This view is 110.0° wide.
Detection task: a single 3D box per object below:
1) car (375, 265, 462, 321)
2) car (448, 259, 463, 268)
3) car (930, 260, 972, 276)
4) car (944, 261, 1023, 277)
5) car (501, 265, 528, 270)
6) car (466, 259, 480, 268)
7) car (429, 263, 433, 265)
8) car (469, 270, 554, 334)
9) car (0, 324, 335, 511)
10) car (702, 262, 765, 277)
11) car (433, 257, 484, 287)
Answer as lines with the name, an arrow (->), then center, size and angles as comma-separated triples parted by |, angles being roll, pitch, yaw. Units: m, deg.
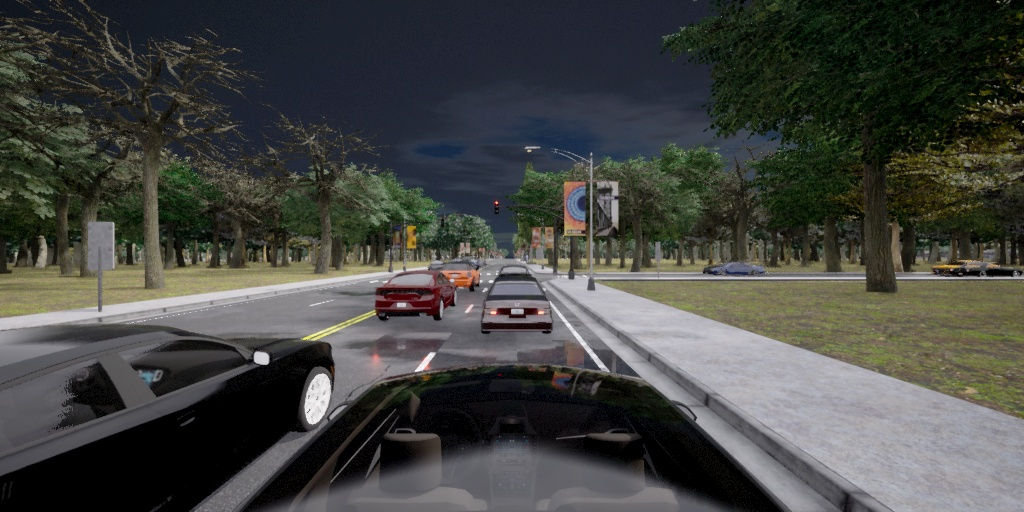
car -> -3.138, 1.230, 12.568 | 1.882, 1.535, 5.008 | 0, 0, -1
car -> -9.761, 1.274, 62.216 | 1.882, 1.535, 5.008 | 0, 0, 0
car -> 44.375, 1.197, 35.292 | 5.008, 1.535, 1.882 | 0, 0, 1
car -> 42.859, 1.322, 32.459 | 4.718, 1.301, 1.895 | 0, 0, 1
car -> 0.105, 1.234, 20.413 | 1.882, 1.535, 5.008 | 0, 0, -1
car -> -6.524, 1.321, 60.957 | 1.812, 1.442, 4.674 | 0, 0, 0
car -> -9.800, 1.306, 47.368 | 1.812, 1.442, 4.674 | 0, 0, 0
car -> 0.102, 1.299, 10.587 | 2.033, 1.411, 5.357 | 0, 0, 0
car -> -3.153, 1.228, 2.527 | 1.882, 1.535, 5.008 | 0, 0, 0
car -> 21.870, 1.281, 35.403 | 5.357, 1.411, 2.033 | 0, 0, 0
car -> -3.132, 1.109, 21.786 | 2.097, 1.767, 4.553 | 0, 0, 0
